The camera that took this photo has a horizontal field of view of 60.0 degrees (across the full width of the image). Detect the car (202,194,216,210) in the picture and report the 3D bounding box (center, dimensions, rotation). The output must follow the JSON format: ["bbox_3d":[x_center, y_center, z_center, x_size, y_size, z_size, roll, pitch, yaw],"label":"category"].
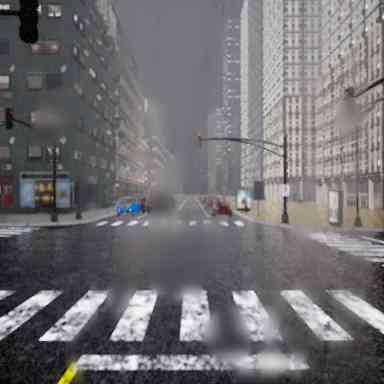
[{"bbox_3d":[2.649,1.370,41.191,1.967,1.590,4.097,0,0,0],"label":"car"}]

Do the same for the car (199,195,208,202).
[{"bbox_3d":[2.606,1.436,74.357,1.887,1.381,4.507,0,0,0],"label":"car"}]

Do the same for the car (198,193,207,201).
[{"bbox_3d":[2.594,1.196,85.411,2.192,1.841,5.009,0,0,0],"label":"car"}]

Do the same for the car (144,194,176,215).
[{"bbox_3d":[-3.039,1.185,32.783,2.150,2.045,5.566,0,0,0],"label":"car"}]

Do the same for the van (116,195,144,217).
[{"bbox_3d":[-5.718,1.288,30.126,1.690,1.788,3.998,0,0,0],"label":"van"}]

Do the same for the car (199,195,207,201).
[{"bbox_3d":[2.599,1.468,79.884,1.802,1.307,4.206,0,0,0],"label":"car"}]

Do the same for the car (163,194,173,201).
[{"bbox_3d":[-5.781,1.326,79.874,1.967,1.590,4.097,0,0,0],"label":"car"}]

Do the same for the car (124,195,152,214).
[{"bbox_3d":[-5.724,1.254,35.653,2.192,1.841,5.009,0,0,0],"label":"car"}]

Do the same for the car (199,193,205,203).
[{"bbox_3d":[2.628,1.348,57.773,1.967,1.590,4.097,0,0,0],"label":"car"}]

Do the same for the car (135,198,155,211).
[{"bbox_3d":[-5.733,1.475,41.182,1.887,1.381,4.507,0,0,0],"label":"car"}]

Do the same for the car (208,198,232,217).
[{"bbox_3d":[2.661,1.529,30.135,1.802,1.307,4.206,0,0,0],"label":"car"}]
